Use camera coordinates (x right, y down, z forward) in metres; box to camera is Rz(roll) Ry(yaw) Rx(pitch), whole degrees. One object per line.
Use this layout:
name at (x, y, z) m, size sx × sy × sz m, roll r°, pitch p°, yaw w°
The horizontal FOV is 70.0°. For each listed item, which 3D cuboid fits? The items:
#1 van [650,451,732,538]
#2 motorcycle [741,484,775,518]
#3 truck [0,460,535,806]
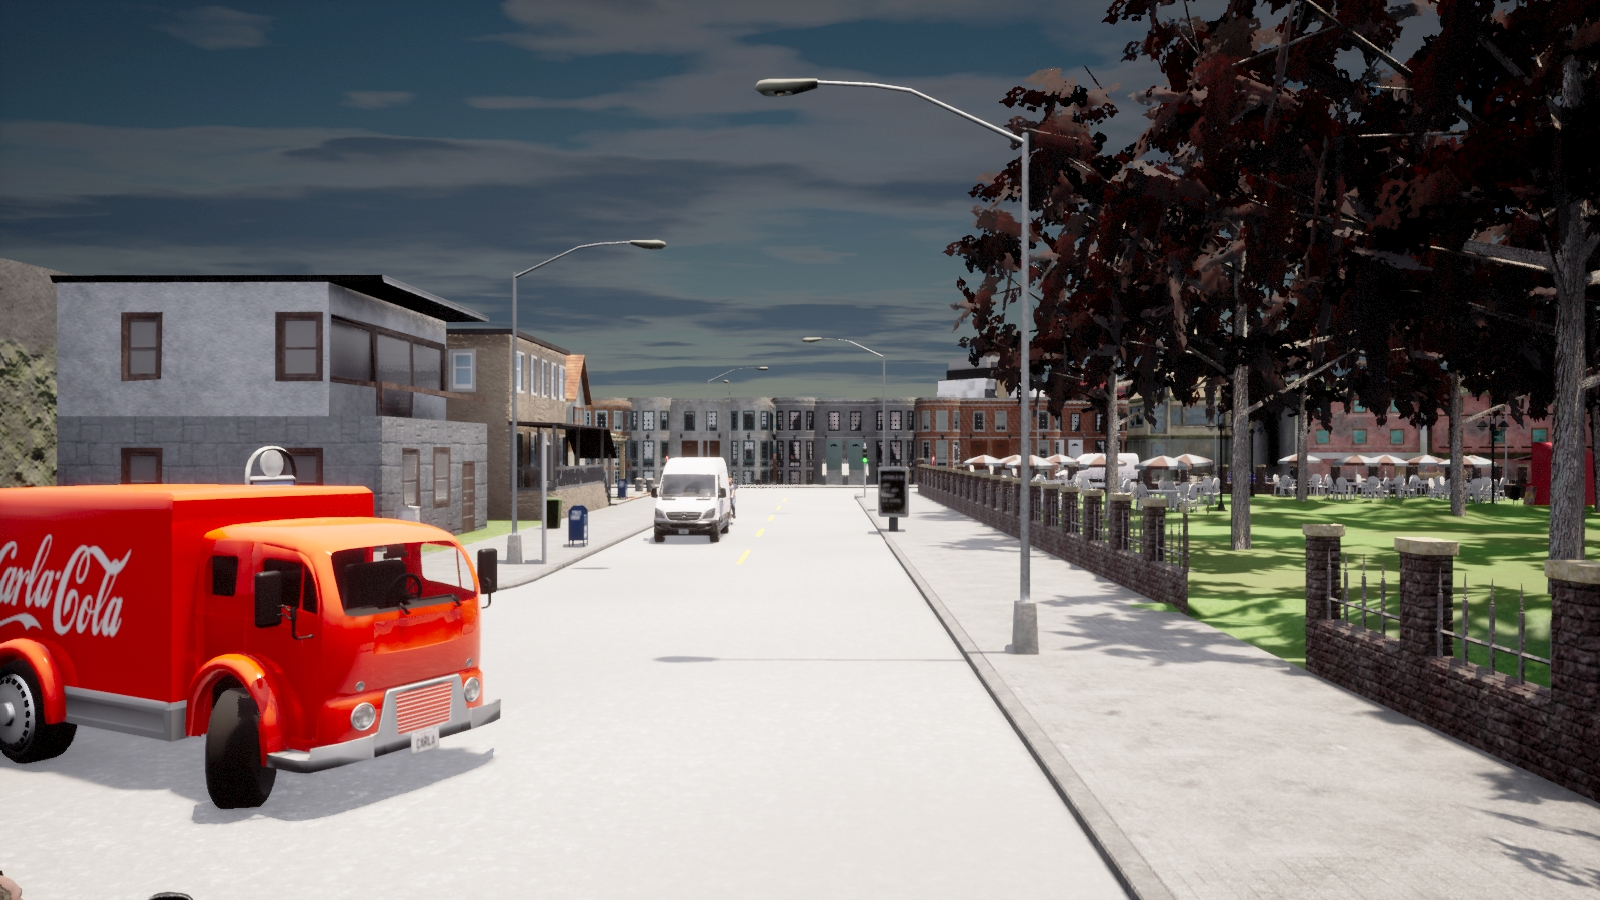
van at (-3.393, 1.314, 36.728) m, size 1.988 × 2.561 × 5.915 m, roll 0°, pitch 0°, yaw 1°
motorcycle at (-1.677, 1.985, 45.065) m, size 0.867 × 1.251 × 2.209 m, roll 0°, pitch 0°, yaw -15°
truck at (-5.368, 1.349, 10.687) m, size 5.204 × 2.467 × 2.627 m, roll 0°, pitch 0°, yaw 29°
